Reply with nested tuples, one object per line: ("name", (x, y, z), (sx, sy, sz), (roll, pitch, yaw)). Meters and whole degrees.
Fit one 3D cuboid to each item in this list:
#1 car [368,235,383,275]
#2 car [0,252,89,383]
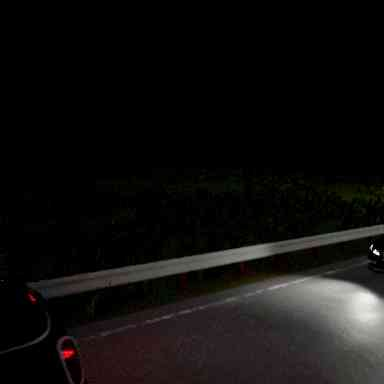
("car", (6.262, 1.193, 8.137), (4.892, 1.490, 1.837), (-2, 1, -33))
("car", (-3.026, 1.375, 1.965), (4.553, 1.767, 2.097), (-2, 2, -34))
